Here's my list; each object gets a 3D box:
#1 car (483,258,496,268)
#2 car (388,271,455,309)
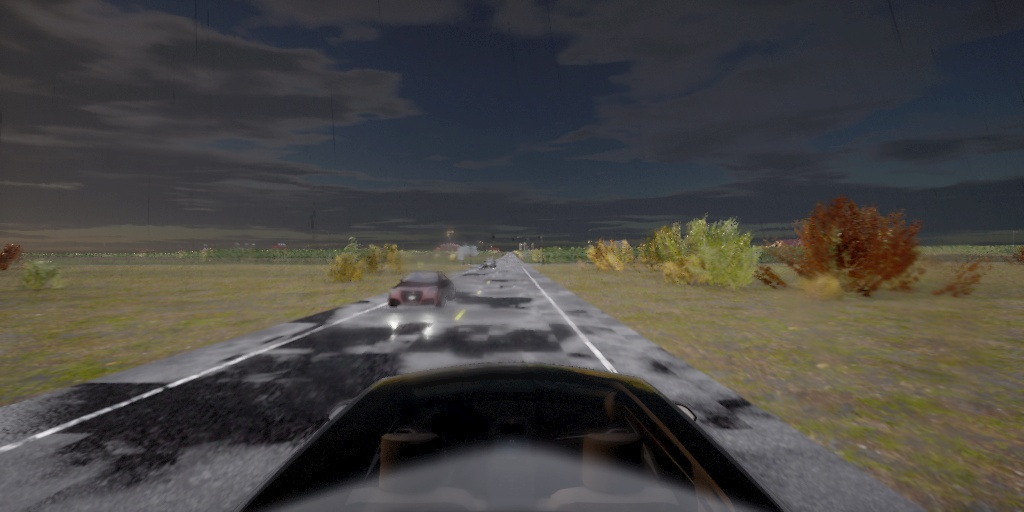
[{"bbox_3d":[-3.537,1.151,57.881,2.128,1.511,4.902,0,0,1],"label":"car"},{"bbox_3d":[-3.599,1.309,14.878,1.994,1.385,4.181,0,0,0],"label":"car"}]
